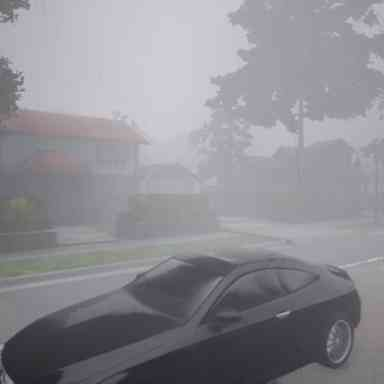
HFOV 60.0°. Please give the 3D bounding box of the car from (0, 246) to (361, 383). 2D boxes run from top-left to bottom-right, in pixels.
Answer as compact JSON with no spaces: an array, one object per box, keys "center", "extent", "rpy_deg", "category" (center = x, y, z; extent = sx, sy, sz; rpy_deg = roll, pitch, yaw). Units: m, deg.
[{"center":[0.276,1.492,4.163],"extent":[4.674,1.442,1.812],"rpy_deg":[-1,1,-34],"category":"car"}]
